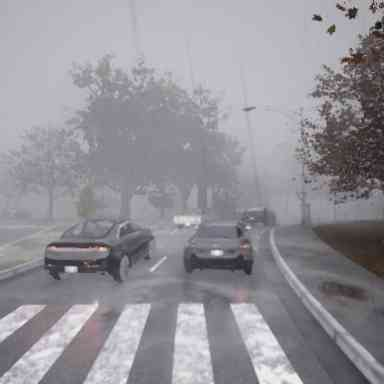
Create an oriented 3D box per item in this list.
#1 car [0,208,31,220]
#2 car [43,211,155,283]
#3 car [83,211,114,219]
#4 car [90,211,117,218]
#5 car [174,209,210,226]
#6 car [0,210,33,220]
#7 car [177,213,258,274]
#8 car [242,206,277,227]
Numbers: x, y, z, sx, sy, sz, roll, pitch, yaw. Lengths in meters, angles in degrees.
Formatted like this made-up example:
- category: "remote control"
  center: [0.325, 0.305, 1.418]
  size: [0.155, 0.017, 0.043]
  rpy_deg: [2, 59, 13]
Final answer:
- category: "car"
  center: [-26.046, 3.207, 49.093]
  size: [2.097, 1.767, 4.553]
  rpy_deg: [0, -4, 8]
- category: "car"
  center: [-2.425, 1.532, 9.879]
  size: [2.128, 1.511, 4.902]
  rpy_deg: [0, 0, 7]
- category: "car"
  center: [-17.858, 4.323, 63.565]
  size: [5.357, 1.411, 2.033]
  rpy_deg: [2, -4, -31]
- category: "car"
  center: [-17.855, 4.533, 67.228]
  size: [4.902, 1.511, 2.128]
  rpy_deg: [2, -4, -31]
- category: "car"
  center: [0.433, 1.821, 22.817]
  size: [1.895, 1.301, 4.718]
  rpy_deg: [-1, -3, 18]
- category: "car"
  center: [-28.453, 3.632, 53.813]
  size: [1.882, 1.535, 5.008]
  rpy_deg: [-1, -4, 18]
- category: "car"
  center: [0.972, 1.581, 10.777]
  size: [1.994, 1.385, 4.181]
  rpy_deg: [-1, 0, 9]
- category: "car"
  center: [5.403, 1.899, 26.343]
  size: [1.882, 1.535, 5.008]
  rpy_deg: [-2, -4, 25]
